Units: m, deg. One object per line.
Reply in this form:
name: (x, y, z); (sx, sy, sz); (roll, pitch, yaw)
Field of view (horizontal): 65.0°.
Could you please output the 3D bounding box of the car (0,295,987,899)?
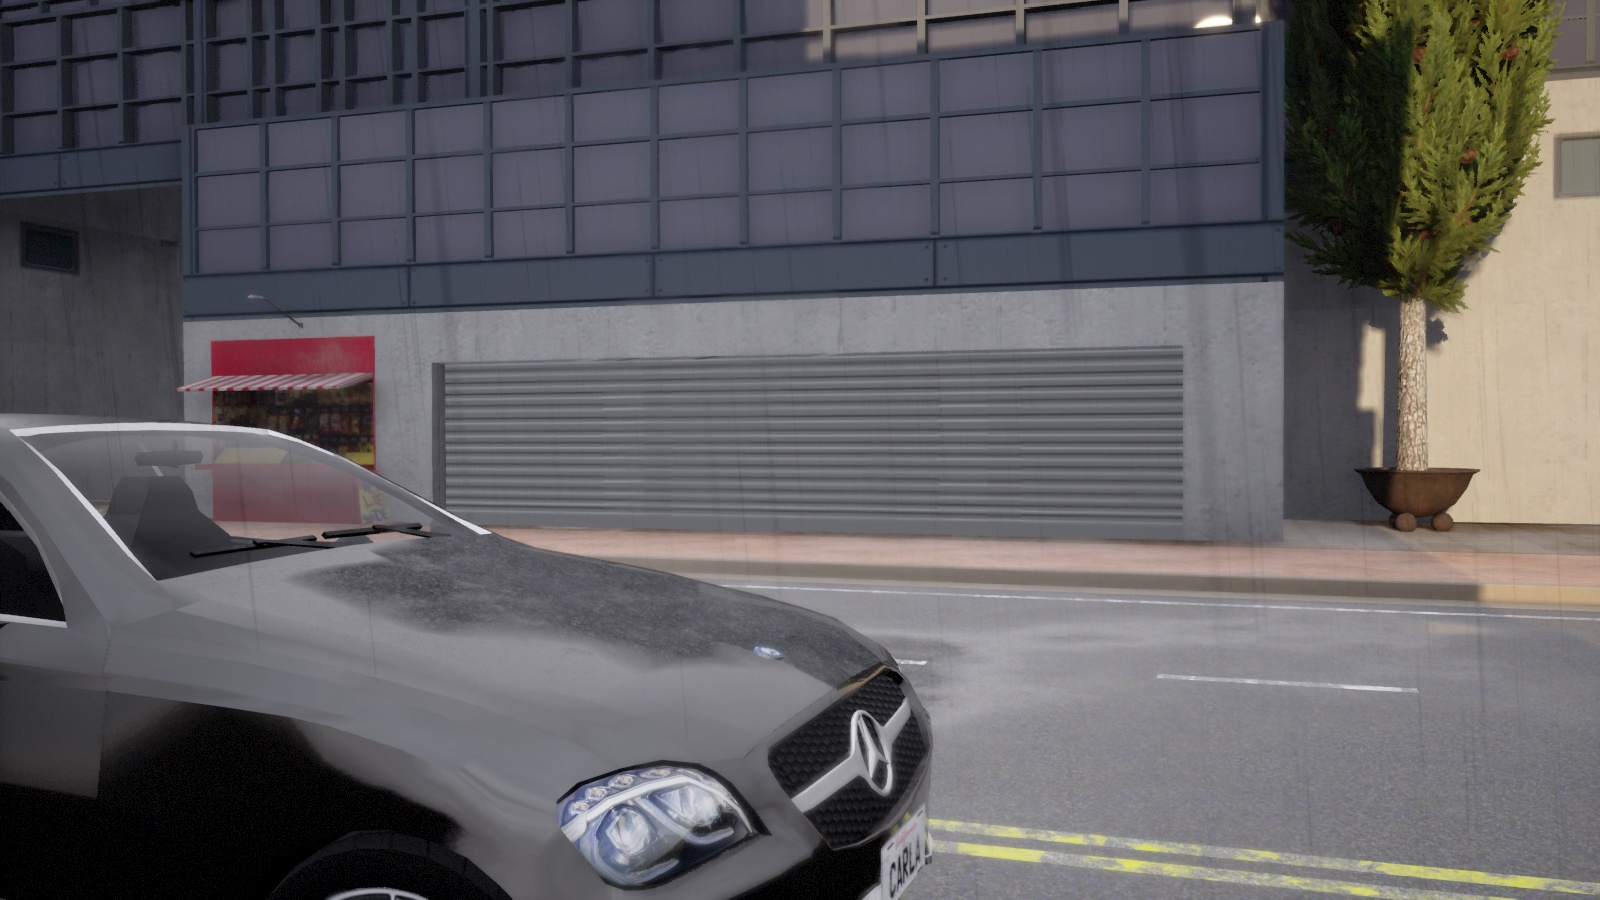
car: (-2.120, 0.535, 3.904); (5.027, 1.651, 2.152); (1, 1, 19)
